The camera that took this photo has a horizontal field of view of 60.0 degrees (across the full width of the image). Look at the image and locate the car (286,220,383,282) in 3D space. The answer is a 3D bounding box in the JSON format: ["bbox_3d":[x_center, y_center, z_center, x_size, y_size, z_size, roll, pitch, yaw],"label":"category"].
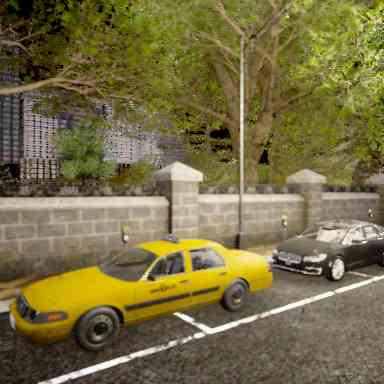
[{"bbox_3d":[4.175,1.509,9.531,4.403,1.369,2.008,0,1,-35],"label":"car"}]

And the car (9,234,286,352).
[{"bbox_3d":[-0.590,1.511,6.131,4.829,1.417,1.752,0,1,-35],"label":"car"}]
